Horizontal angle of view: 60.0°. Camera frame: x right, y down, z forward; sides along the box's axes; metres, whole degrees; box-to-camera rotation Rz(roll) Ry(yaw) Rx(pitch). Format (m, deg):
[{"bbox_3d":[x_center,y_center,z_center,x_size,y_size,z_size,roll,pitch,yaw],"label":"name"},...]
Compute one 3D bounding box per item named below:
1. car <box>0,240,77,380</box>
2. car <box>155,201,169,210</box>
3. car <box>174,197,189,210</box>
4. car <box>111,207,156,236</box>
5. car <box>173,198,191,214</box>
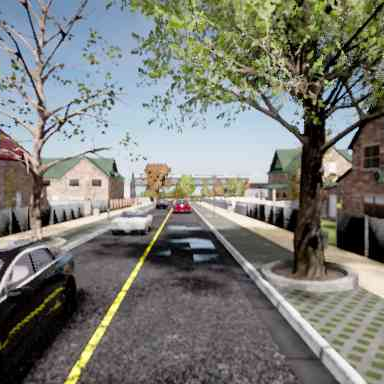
[{"bbox_3d":[-3.016,1.521,4.585,2.128,1.511,4.902,0,0,-5],"label":"car"},{"bbox_3d":[-4.424,1.959,49.121,1.895,1.301,4.718,0,0,-2],"label":"car"},{"bbox_3d":[-1.535,1.714,49.641,2.097,1.767,4.553,0,0,-1],"label":"car"},{"bbox_3d":[-3.421,1.727,19.473,1.895,1.301,4.718,0,0,-2],"label":"car"},{"bbox_3d":[-1.174,1.630,39.519,2.097,1.767,4.553,0,0,-2],"label":"car"}]
